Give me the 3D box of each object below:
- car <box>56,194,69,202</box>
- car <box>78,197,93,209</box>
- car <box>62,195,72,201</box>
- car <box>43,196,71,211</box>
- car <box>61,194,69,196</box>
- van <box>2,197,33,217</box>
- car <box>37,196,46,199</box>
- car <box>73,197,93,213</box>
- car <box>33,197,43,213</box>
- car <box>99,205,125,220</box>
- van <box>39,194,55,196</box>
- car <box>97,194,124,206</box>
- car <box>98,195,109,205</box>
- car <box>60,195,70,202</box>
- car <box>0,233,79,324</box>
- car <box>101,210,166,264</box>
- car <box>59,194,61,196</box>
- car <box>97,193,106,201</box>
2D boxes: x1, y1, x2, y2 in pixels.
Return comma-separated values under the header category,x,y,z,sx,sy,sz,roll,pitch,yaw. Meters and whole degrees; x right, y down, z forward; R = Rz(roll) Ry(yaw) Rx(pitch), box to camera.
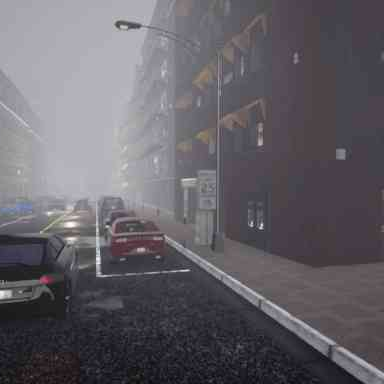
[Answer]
category,x,y,z,sx,sy,sz,roll,pitch,yaw
car,-28.877,1.302,74.478,2.192,1.841,5.009,-1,0,-16
car,-14.979,1.467,46.839,1.882,1.535,5.008,0,0,-16
car,-32.009,1.555,85.364,1.947,1.339,4.313,-1,0,-16
car,-16.157,1.534,40.079,2.033,1.411,5.357,0,0,-16
car,-27.307,1.537,69.036,2.008,1.369,4.403,-1,0,-16
van,-16.305,1.327,30.945,1.690,1.788,3.998,-1,0,-16
car,-19.440,1.567,41.830,1.802,1.307,4.206,-1,0,-16
car,-12.074,1.515,36.932,1.812,1.442,4.674,0,0,-16
car,-17.870,1.567,36.388,1.802,1.307,4.206,-1,0,-16
car,-3.570,1.562,16.899,1.947,1.339,4.313,-1,0,-16
van,-21.022,1.326,47.270,1.690,1.788,3.998,-1,0,-16
car,-6.708,1.308,27.782,2.192,1.841,5.009,-1,0,-16
car,-16.112,1.431,60.440,1.967,1.590,4.097,-1,0,-16
car,-30.443,1.428,79.920,1.967,1.590,4.097,-1,0,-16
car,-3.532,1.561,7.083,1.994,1.385,4.181,0,0,-16
car,-2.098,1.542,11.785,1.887,1.381,4.507,-1,0,-16
car,-22.617,1.300,52.704,2.192,1.841,5.009,-1,0,-16
car,-23.951,1.311,87.652,2.192,1.841,5.009,-1,0,-16
